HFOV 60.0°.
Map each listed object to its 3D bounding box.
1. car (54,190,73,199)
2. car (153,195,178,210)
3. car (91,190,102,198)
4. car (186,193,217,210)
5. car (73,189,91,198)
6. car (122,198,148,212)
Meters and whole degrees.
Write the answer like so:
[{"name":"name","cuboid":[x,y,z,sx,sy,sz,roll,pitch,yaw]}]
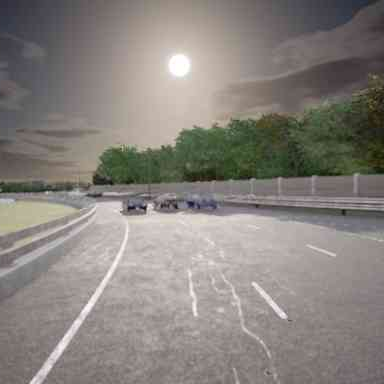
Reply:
[{"name":"car","cuboid":[-26.979,0.656,68.571,1.882,1.535,5.008,-1,1,-43]},{"name":"car","cuboid":[-2.872,1.070,35.221,1.837,1.490,4.892,-1,1,-19]},{"name":"car","cuboid":[-21.553,0.434,73.038,2.097,1.767,4.553,-1,1,-40]},{"name":"car","cuboid":[0.879,0.887,35.047,2.097,1.767,4.553,-1,1,-19]},{"name":"car","cuboid":[-24.412,0.351,70.943,2.150,2.045,5.566,-1,1,-43]},{"name":"car","cuboid":[-5.751,1.217,32.894,1.895,1.301,4.718,-1,1,-19]}]
